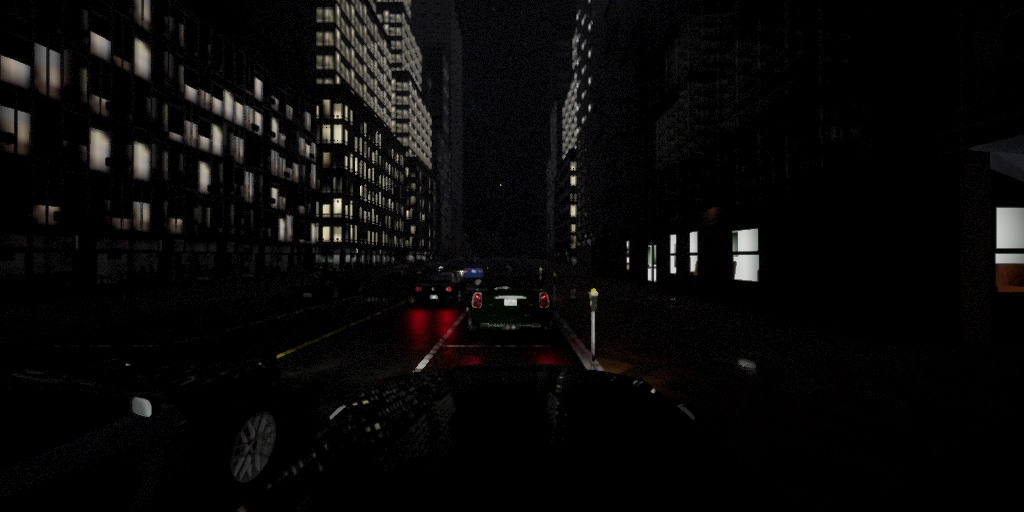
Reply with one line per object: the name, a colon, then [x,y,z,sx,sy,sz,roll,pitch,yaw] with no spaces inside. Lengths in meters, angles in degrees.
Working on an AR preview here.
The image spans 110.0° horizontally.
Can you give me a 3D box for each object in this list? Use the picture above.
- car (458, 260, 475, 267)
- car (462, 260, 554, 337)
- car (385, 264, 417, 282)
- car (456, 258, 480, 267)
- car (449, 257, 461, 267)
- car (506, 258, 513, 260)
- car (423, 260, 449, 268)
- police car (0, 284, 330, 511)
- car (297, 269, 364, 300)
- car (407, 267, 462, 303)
car: [-3.145,1.305,31.662,2.033,1.411,5.357,0,0,0]
car: [-0.032,1.101,10.469,2.097,1.767,4.553,0,0,0]
car: [-8.835,1.324,29.033,1.802,1.307,4.207,0,0,0]
car: [-6.146,1.331,50.662,2.033,1.411,5.357,0,0,0]
car: [-8.836,1.273,51.803,1.888,1.381,4.507,0,0,0]
car: [-0.455,1.297,46.099,1.948,1.339,4.313,0,0,0]
car: [-8.836,1.286,40.419,2.007,1.370,4.403,0,0,0]
police car: [-3.145,1.175,1.609,1.930,1.638,5.238,0,0,0]
car: [-8.836,1.313,17.650,1.948,1.339,4.313,0,0,0]
car: [-3.145,1.365,16.692,1.895,1.301,4.718,0,0,0]
